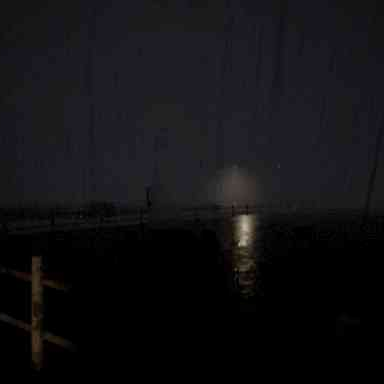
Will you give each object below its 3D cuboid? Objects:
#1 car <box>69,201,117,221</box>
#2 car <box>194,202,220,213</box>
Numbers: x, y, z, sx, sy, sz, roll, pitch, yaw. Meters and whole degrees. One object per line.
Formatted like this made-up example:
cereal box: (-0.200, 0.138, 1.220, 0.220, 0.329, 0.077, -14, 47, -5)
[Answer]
car: (-9.294, 1.700, 31.414, 2.097, 1.767, 4.553, 0, -1, 35)
car: (2.197, 2.213, 47.773, 1.882, 1.535, 5.008, 0, -1, 35)
